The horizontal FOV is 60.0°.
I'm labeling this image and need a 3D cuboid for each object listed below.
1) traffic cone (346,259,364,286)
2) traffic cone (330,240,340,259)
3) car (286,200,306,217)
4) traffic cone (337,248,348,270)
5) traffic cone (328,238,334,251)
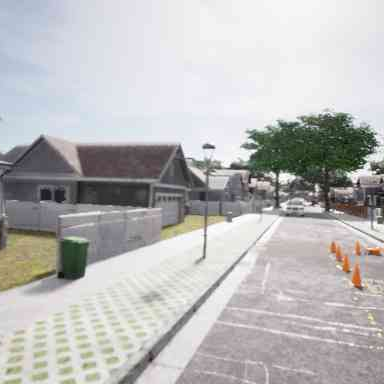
[{"bbox_3d":[4.463,2.211,9.016,0.340,0.580,0.340,2,0,17],"label":"traffic cone"},{"bbox_3d":[5.648,2.288,12.836,0.340,0.580,0.340,2,0,17],"label":"traffic cone"},{"bbox_3d":[13.456,2.093,43.274,2.150,2.045,5.566,2,0,17],"label":"car"},{"bbox_3d":[5.055,2.250,10.926,0.340,0.580,0.340,2,0,17],"label":"traffic cone"},{"bbox_3d":[6.239,2.327,14.746,0.340,0.580,0.340,2,0,17],"label":"traffic cone"}]
